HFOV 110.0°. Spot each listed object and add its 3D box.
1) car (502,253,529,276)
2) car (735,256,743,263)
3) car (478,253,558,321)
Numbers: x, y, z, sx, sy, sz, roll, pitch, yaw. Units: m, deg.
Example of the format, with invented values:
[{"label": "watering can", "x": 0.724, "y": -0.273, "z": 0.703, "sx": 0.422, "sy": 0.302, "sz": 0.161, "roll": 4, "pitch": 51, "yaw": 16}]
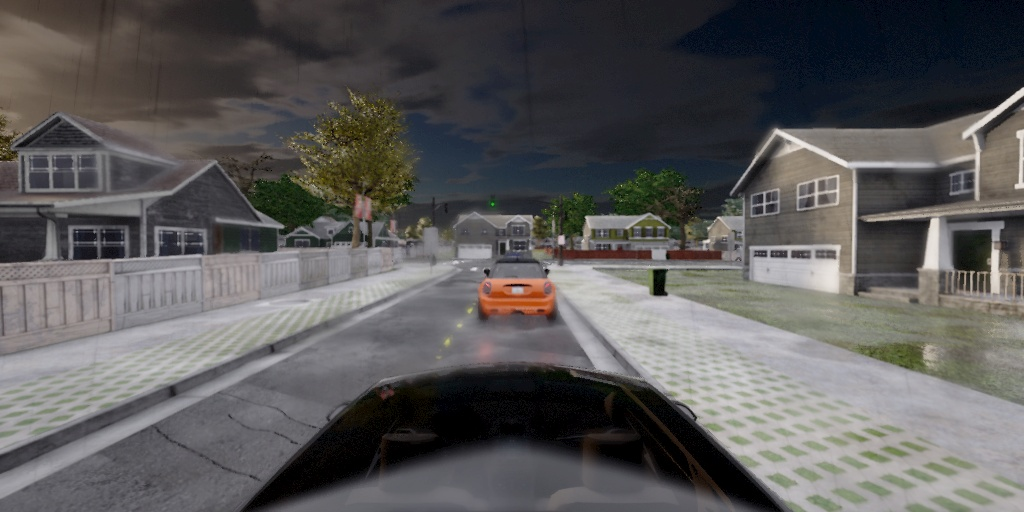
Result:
[{"label": "car", "x": 0.175, "y": 0.523, "z": 26.377, "sx": 1.812, "sy": 1.442, "sz": 4.674, "roll": 0, "pitch": 2, "yaw": -1}, {"label": "car", "x": 31.711, "y": 0.188, "z": 45.975, "sx": 5.357, "sy": 1.411, "sz": 2.033, "roll": 0, "pitch": 1, "yaw": 2}, {"label": "car", "x": 0.157, "y": 0.813, "z": 11.228, "sx": 2.097, "sy": 1.767, "sz": 4.553, "roll": 0, "pitch": 2, "yaw": 0}]
